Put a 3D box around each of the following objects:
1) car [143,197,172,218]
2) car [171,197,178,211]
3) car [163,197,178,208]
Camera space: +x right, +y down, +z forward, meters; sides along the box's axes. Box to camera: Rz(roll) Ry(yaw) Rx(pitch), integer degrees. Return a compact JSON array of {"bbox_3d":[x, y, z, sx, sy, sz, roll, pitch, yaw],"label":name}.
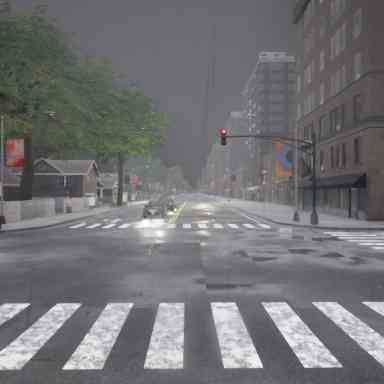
[{"bbox_3d":[-3.252,1.500,30.209,2.128,1.511,4.902,0,0,0],"label":"car"},{"bbox_3d":[-3.218,1.367,39.943,2.097,1.767,4.553,0,0,1],"label":"car"},{"bbox_3d":[-3.181,1.548,49.901,1.812,1.442,4.674,0,0,0],"label":"car"}]
